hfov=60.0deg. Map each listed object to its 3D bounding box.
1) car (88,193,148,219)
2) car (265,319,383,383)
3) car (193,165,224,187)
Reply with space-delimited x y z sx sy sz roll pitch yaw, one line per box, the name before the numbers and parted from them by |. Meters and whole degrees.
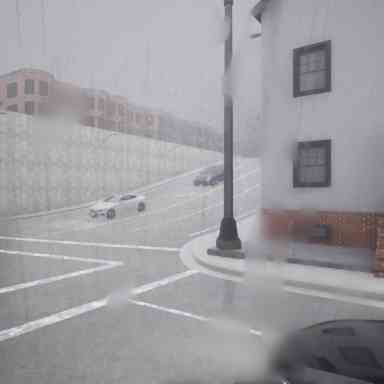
car | -5.096 0.864 23.324 1.812 1.442 4.674 0 7 35
car | 2.752 1.526 2.008 4.674 1.442 1.812 0 0 36
car | 1.931 -1.718 33.374 2.097 1.767 4.553 -1 13 33
